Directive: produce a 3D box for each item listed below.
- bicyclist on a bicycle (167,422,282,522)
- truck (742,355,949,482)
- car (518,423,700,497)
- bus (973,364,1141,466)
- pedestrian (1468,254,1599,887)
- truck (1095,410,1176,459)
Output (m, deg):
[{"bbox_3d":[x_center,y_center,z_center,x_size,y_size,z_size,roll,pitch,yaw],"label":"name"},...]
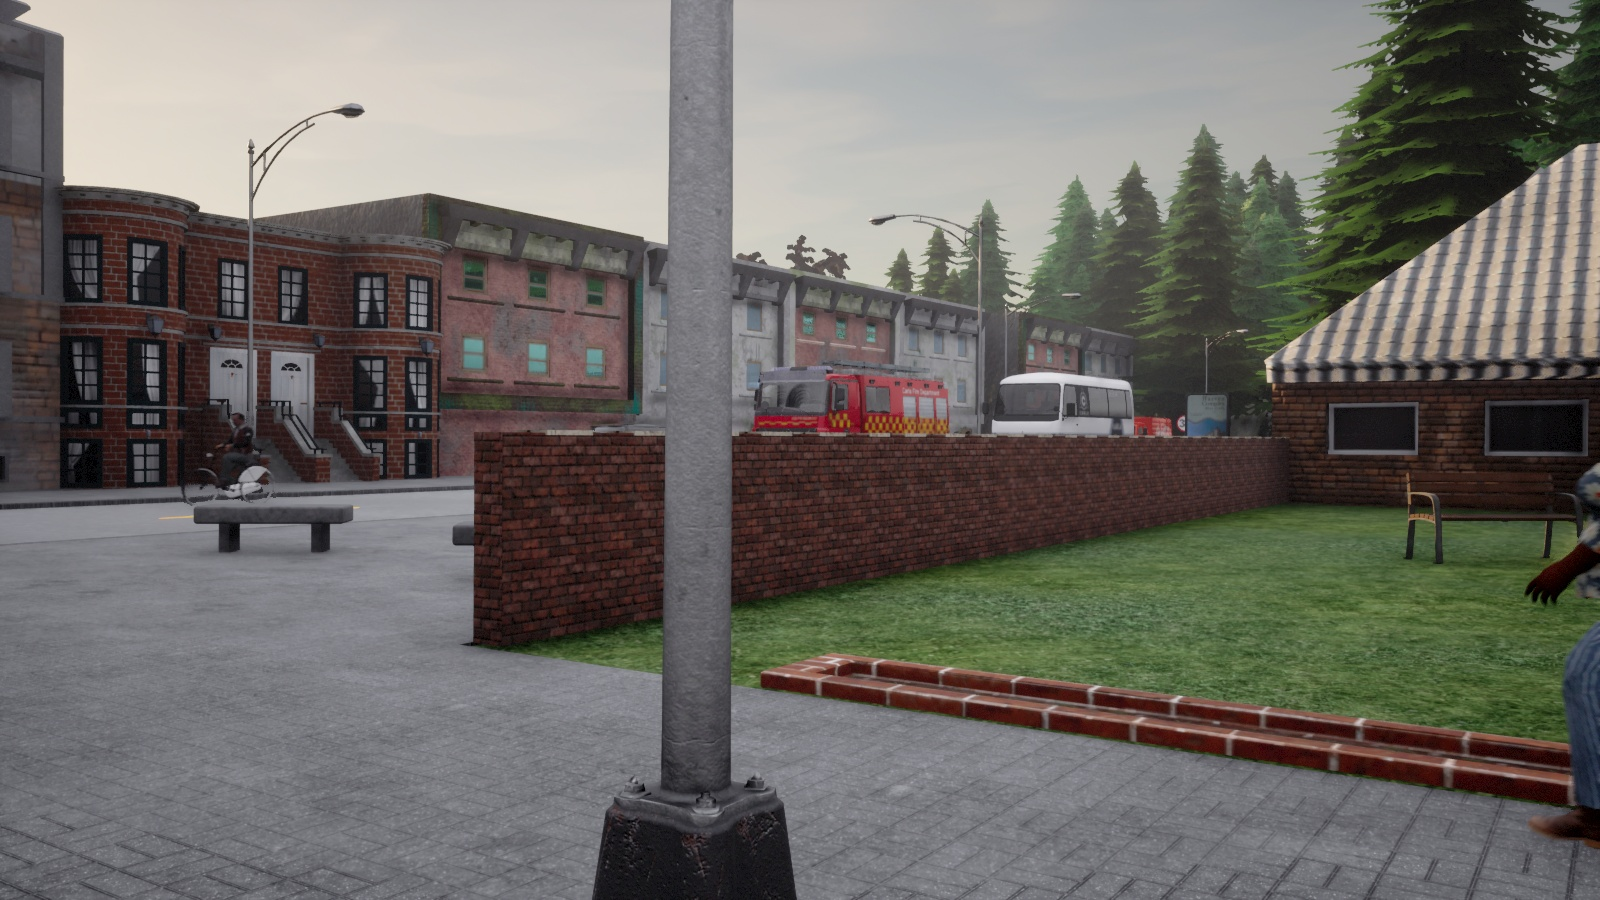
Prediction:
[{"bbox_3d":[-10.693,0.380,23.395,0.659,1.776,1.843,0,1,34],"label":"bicyclist on a bicycle"},{"bbox_3d":[1.741,-1.024,42.074,2.891,3.827,8.468,0,1,34],"label":"truck"},{"bbox_3d":[-4.809,0.192,32.252,2.097,1.767,4.553,0,1,34],"label":"car"},{"bbox_3d":[11.945,-1.536,57.365,3.944,4.253,10.273,0,1,33],"label":"bus"},{"bbox_3d":[2.714,0.350,3.919,0.900,1.855,0.874,0,1,44],"label":"pedestrian"},{"bbox_3d":[17.688,-0.817,66.006,2.627,2.467,5.204,0,1,33],"label":"truck"}]
